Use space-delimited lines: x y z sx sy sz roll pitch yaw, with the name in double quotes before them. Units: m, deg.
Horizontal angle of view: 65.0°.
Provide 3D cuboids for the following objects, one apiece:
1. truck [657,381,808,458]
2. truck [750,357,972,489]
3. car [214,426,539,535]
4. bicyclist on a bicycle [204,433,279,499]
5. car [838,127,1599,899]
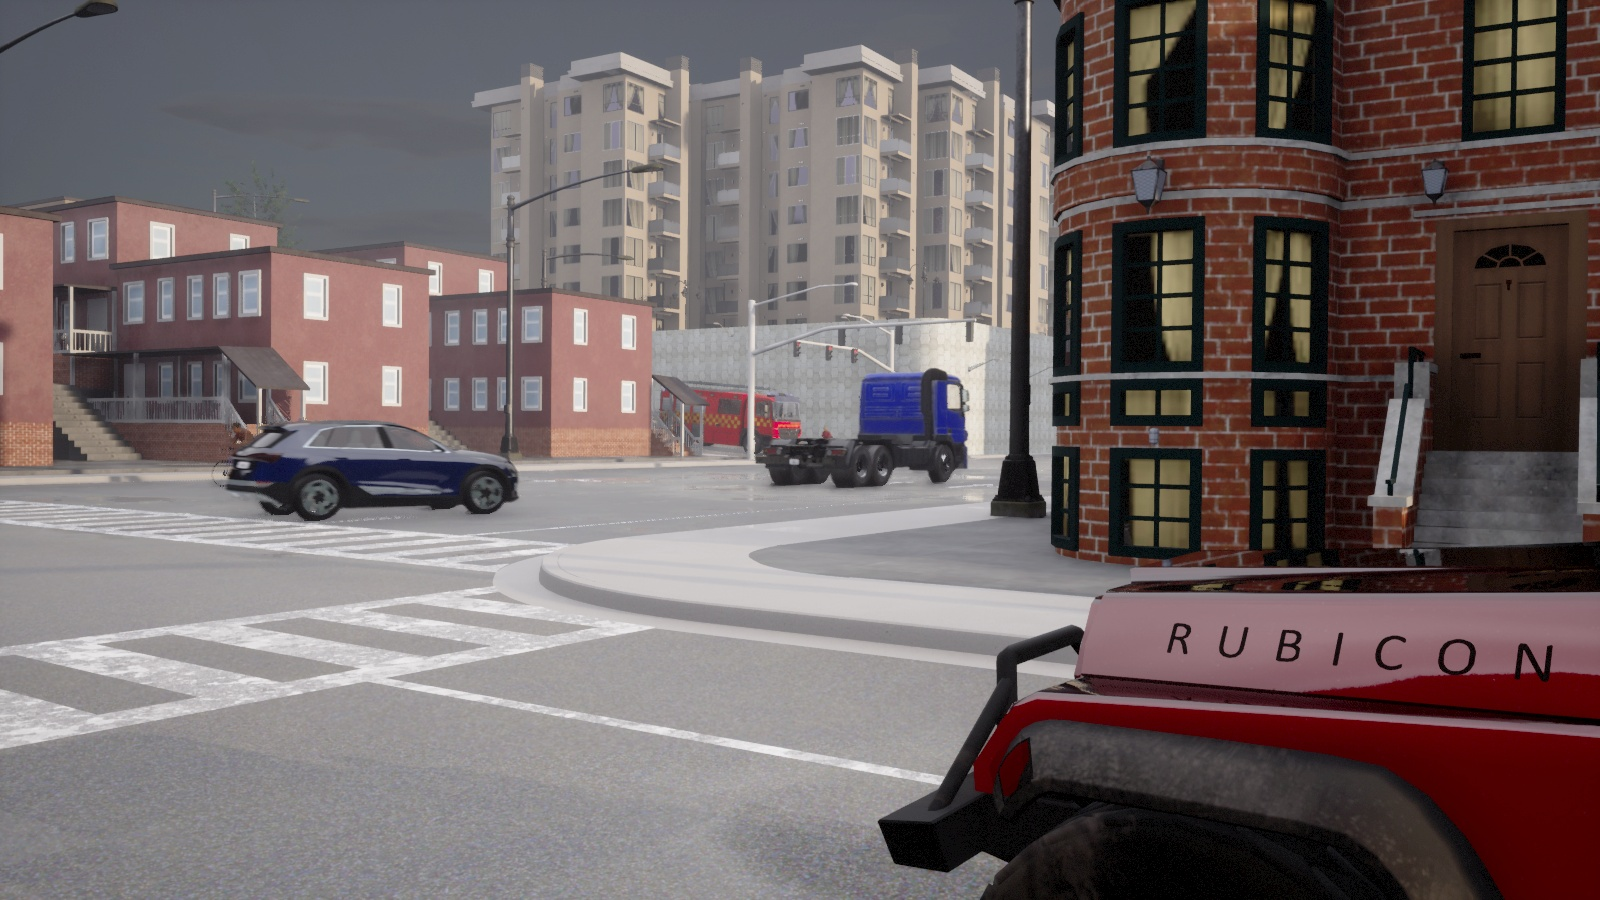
"truck" -4.007 -1.806 72.816 8.468 3.827 2.891 6 4 33
"truck" 2.027 -0.775 37.089 2.891 3.462 7.936 0 1 33
"car" -7.176 0.431 21.605 4.856 1.649 2.033 -1 1 -41
"bicyclist on a bicycle" -14.082 0.379 31.706 0.582 1.620 1.656 0 1 33
"car" 2.219 0.478 2.153 3.866 1.878 1.905 0 1 33
